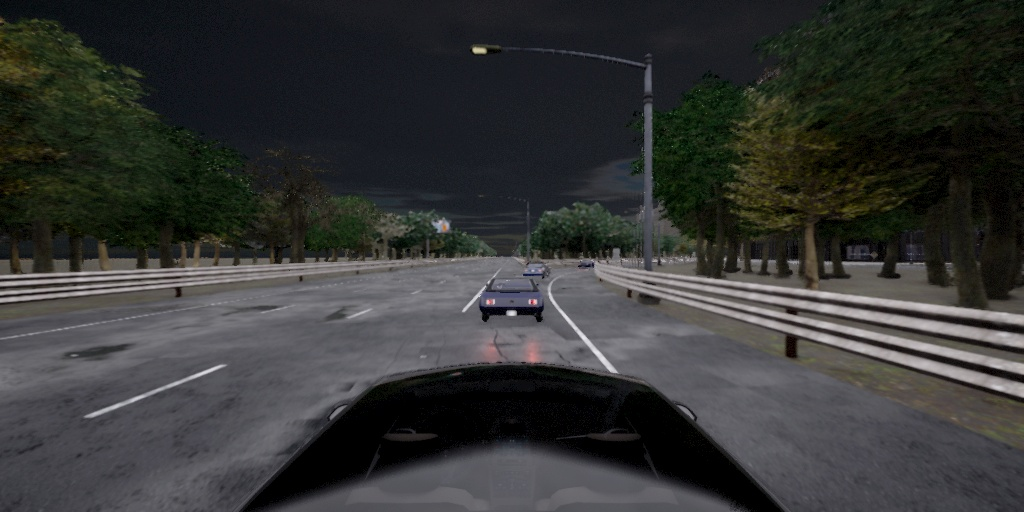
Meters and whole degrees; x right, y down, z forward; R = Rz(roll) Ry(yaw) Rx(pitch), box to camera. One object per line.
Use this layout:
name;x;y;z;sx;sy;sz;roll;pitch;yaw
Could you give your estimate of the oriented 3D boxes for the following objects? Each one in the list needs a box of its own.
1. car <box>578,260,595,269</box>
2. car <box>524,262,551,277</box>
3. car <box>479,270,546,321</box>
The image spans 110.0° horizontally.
car;12.001;1.287;56.186;1.895;1.301;4.718;0;0;31
car;2.334;1.269;32.182;2.033;1.411;5.357;0;0;14
car;0.028;1.341;12.416;1.895;1.301;4.718;0;0;1
